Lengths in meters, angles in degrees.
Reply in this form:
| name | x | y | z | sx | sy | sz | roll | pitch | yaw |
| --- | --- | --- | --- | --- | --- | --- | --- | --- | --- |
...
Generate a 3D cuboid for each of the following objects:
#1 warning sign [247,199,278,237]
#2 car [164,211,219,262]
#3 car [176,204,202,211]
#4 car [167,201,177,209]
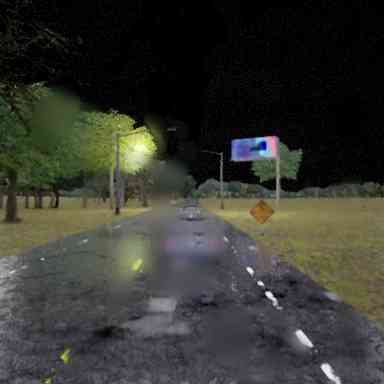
| name | x | y | z | sx | sy | sz | roll | pitch | yaw |
| --- | --- | --- | --- | --- | --- | --- | --- | --- | --- |
| warning sign | 3.519 | 1.289 | 16.729 | 1.300 | 1.860 | 1.060 | 0 | -1 | 0 |
| car | -0.003 | 1.679 | 12.581 | 2.033 | 1.411 | 5.357 | 0 | -1 | 0 |
| car | -0.071 | 1.878 | 28.449 | 1.994 | 1.385 | 4.181 | 0 | -1 | 0 |
| car | -3.857 | 2.452 | 65.716 | 1.882 | 1.535 | 5.008 | 0 | -1 | 0 |
